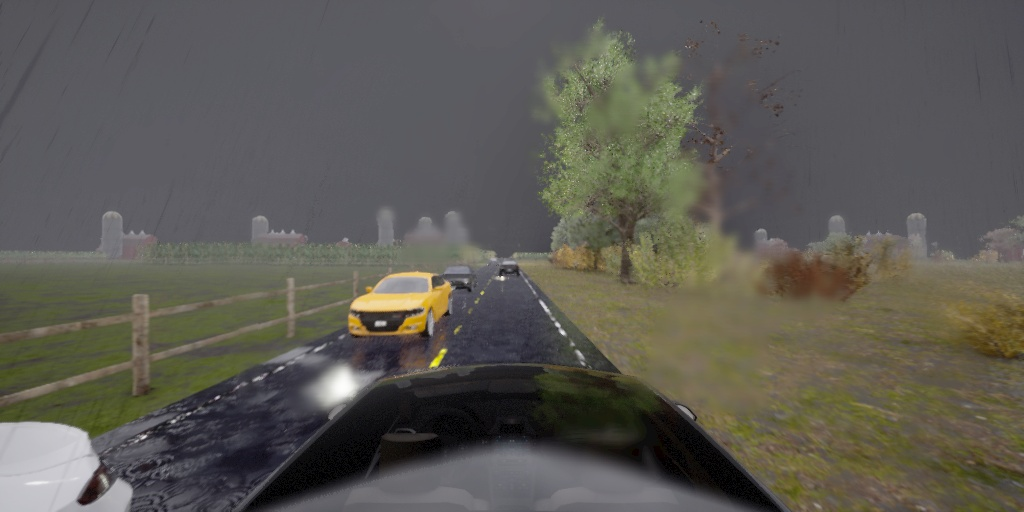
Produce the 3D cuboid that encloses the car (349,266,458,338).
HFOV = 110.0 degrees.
[{"bbox_3d":[-2.933,1.216,10.390,1.882,1.535,5.008,0,0,-1],"label":"car"}]

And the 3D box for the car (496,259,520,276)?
[{"bbox_3d":[-0.269,1.113,34.811,1.882,1.535,5.008,0,0,-1],"label":"car"}]

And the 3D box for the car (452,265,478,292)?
[{"bbox_3d":[-3.058,1.249,21.014,2.033,1.411,5.357,0,0,-1],"label":"car"}]
